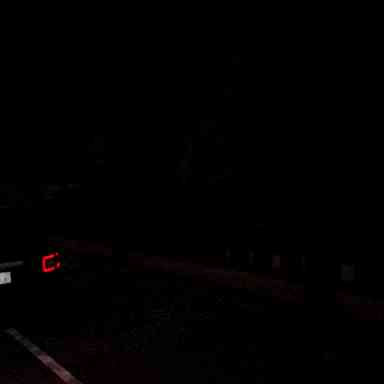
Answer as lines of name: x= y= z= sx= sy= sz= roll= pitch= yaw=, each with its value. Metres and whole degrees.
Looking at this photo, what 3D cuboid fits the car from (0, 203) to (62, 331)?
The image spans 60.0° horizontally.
car: x=-4.486 y=1.222 z=6.107 sx=5.566 sy=2.045 sz=2.150 roll=0 pitch=0 yaw=42
